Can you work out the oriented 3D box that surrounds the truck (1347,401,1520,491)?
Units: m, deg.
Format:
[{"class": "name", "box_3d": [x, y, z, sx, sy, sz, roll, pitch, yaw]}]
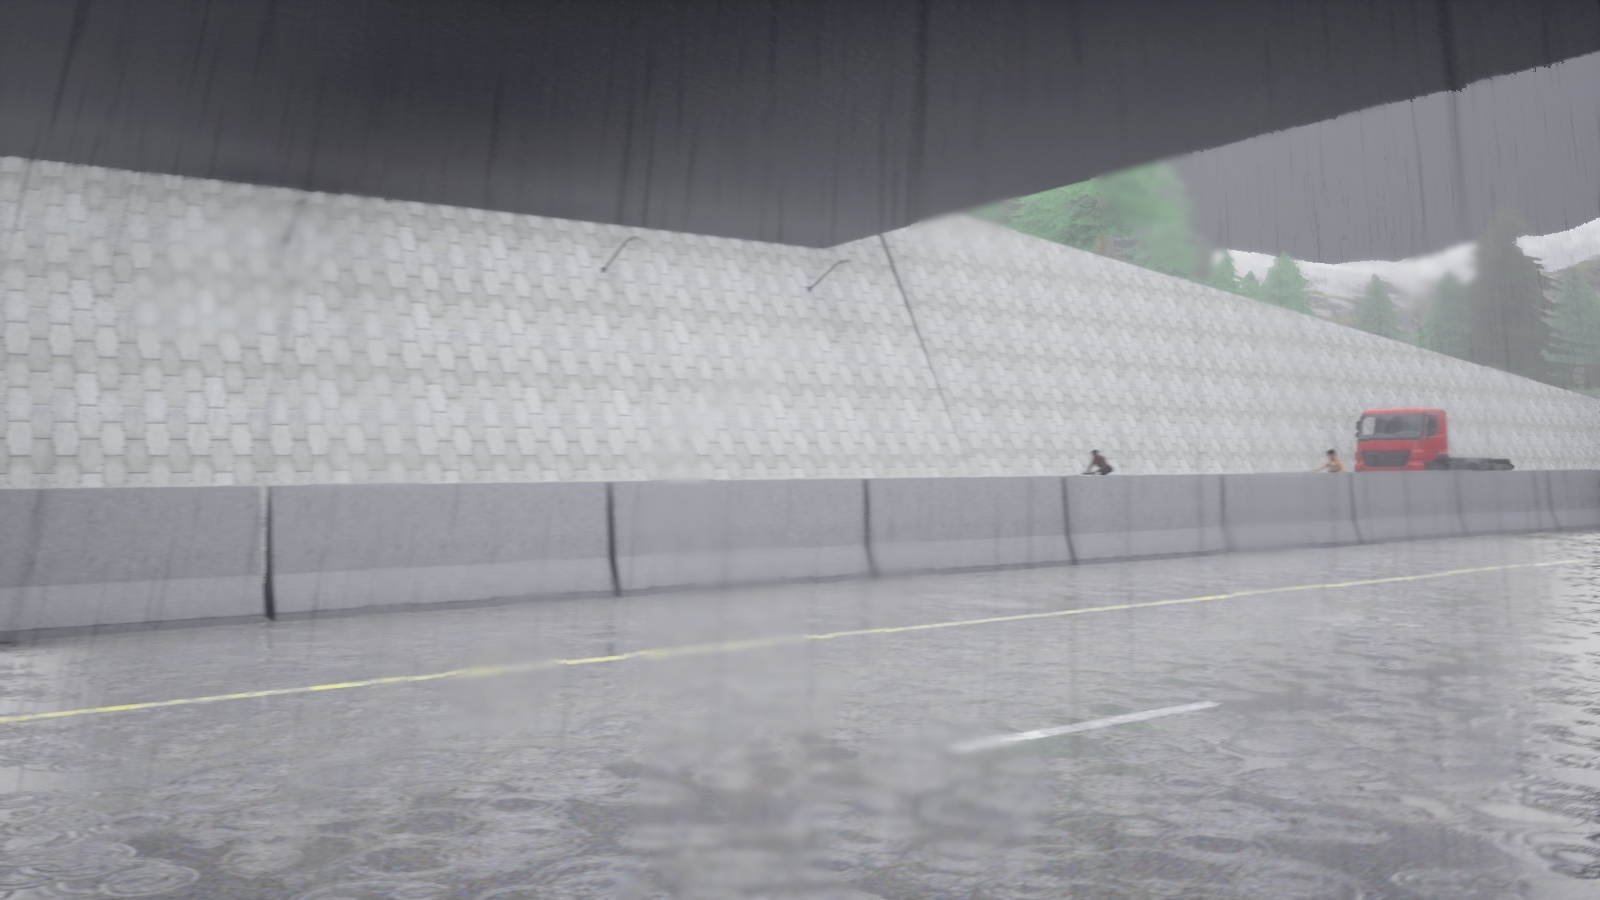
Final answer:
[{"class": "truck", "box_3d": [26.107, -0.163, 51.625, 7.936, 3.462, 2.891, 0, 0, -35]}]
